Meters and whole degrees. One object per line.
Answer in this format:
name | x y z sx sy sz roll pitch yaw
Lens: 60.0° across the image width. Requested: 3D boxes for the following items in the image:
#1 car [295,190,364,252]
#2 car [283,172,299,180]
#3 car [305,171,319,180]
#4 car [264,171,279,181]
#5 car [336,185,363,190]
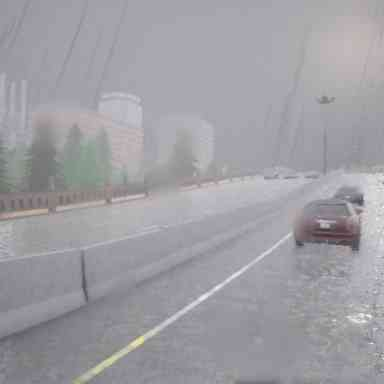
car | 5.483 1.042 13.058 2.097 1.767 4.553 0 3 28
car | 17.440 -2.847 58.291 2.033 1.411 5.357 0 6 29
car | 20.575 -2.860 56.764 1.812 1.442 4.674 0 6 28
car | 14.330 -2.910 59.915 1.837 1.490 4.892 0 6 28
car | 12.190 0.136 25.769 1.994 1.385 4.181 0 6 28
